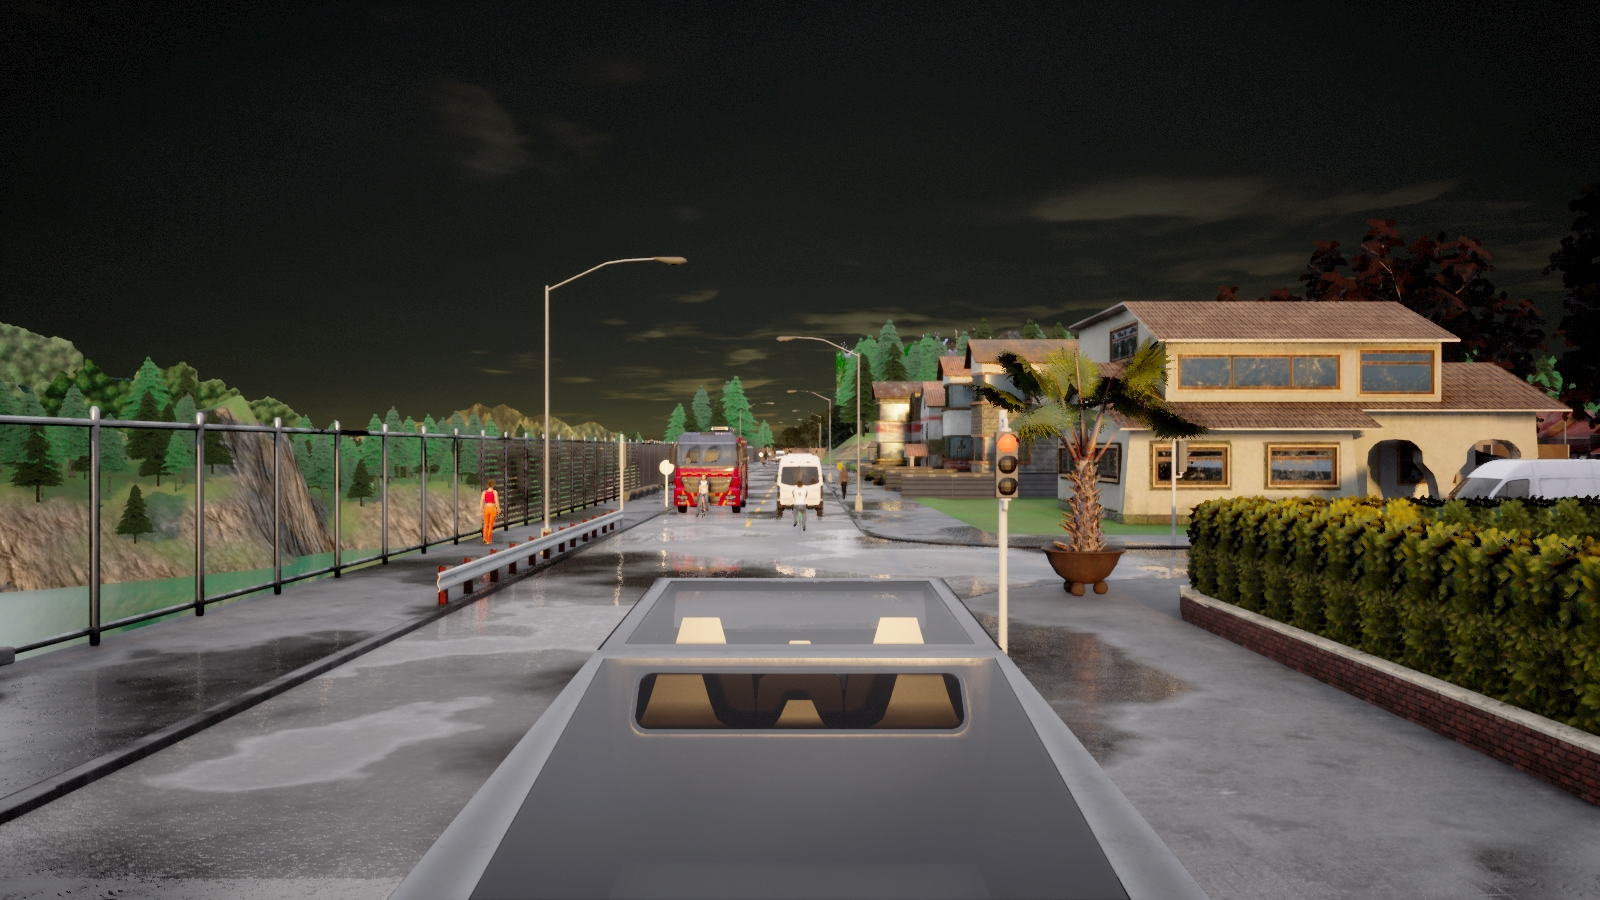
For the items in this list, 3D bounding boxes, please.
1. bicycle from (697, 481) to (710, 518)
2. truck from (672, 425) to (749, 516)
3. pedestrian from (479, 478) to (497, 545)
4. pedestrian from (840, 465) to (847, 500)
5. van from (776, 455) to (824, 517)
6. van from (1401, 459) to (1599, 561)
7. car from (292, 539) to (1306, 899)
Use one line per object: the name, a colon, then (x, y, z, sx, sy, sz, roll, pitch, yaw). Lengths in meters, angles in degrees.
bicycle: (-3.996, 2.038, 47.352, 0.373, 1.496, 1.643, 0, 0, 0)
truck: (-3.997, 0.871, 52.639, 2.891, 3.827, 8.468, 0, 0, 0)
pedestrian: (-8.772, 1.732, 32.132, 0.375, 1.860, 0.375, 0, 0, 1)
pedestrian: (2.300, 1.700, 60.167, 0.375, 1.860, 0.375, 0, 0, 0)
van: (0.002, 1.515, 50.403, 1.988, 2.561, 5.915, 0, 0, 0)
van: (19.253, 1.524, 29.984, 5.915, 2.561, 1.988, 0, 0, 0)
car: (-0.001, 1.751, 5.830, 2.390, 2.098, 6.274, 0, 0, 0)
